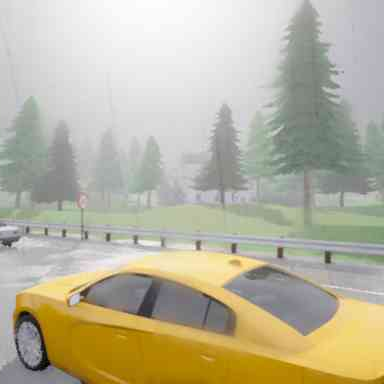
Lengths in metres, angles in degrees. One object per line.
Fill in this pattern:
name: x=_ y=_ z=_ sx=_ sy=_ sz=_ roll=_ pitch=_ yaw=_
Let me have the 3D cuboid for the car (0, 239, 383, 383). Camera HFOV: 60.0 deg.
car: x=-0.209 y=1.493 z=4.024 sx=5.008 sy=1.535 sz=1.882 roll=-1 pitch=0 yaw=35

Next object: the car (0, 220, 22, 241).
car: x=-9.482 y=1.709 z=14.249 sx=4.718 sy=1.301 sz=1.895 roll=0 pitch=0 yaw=31
